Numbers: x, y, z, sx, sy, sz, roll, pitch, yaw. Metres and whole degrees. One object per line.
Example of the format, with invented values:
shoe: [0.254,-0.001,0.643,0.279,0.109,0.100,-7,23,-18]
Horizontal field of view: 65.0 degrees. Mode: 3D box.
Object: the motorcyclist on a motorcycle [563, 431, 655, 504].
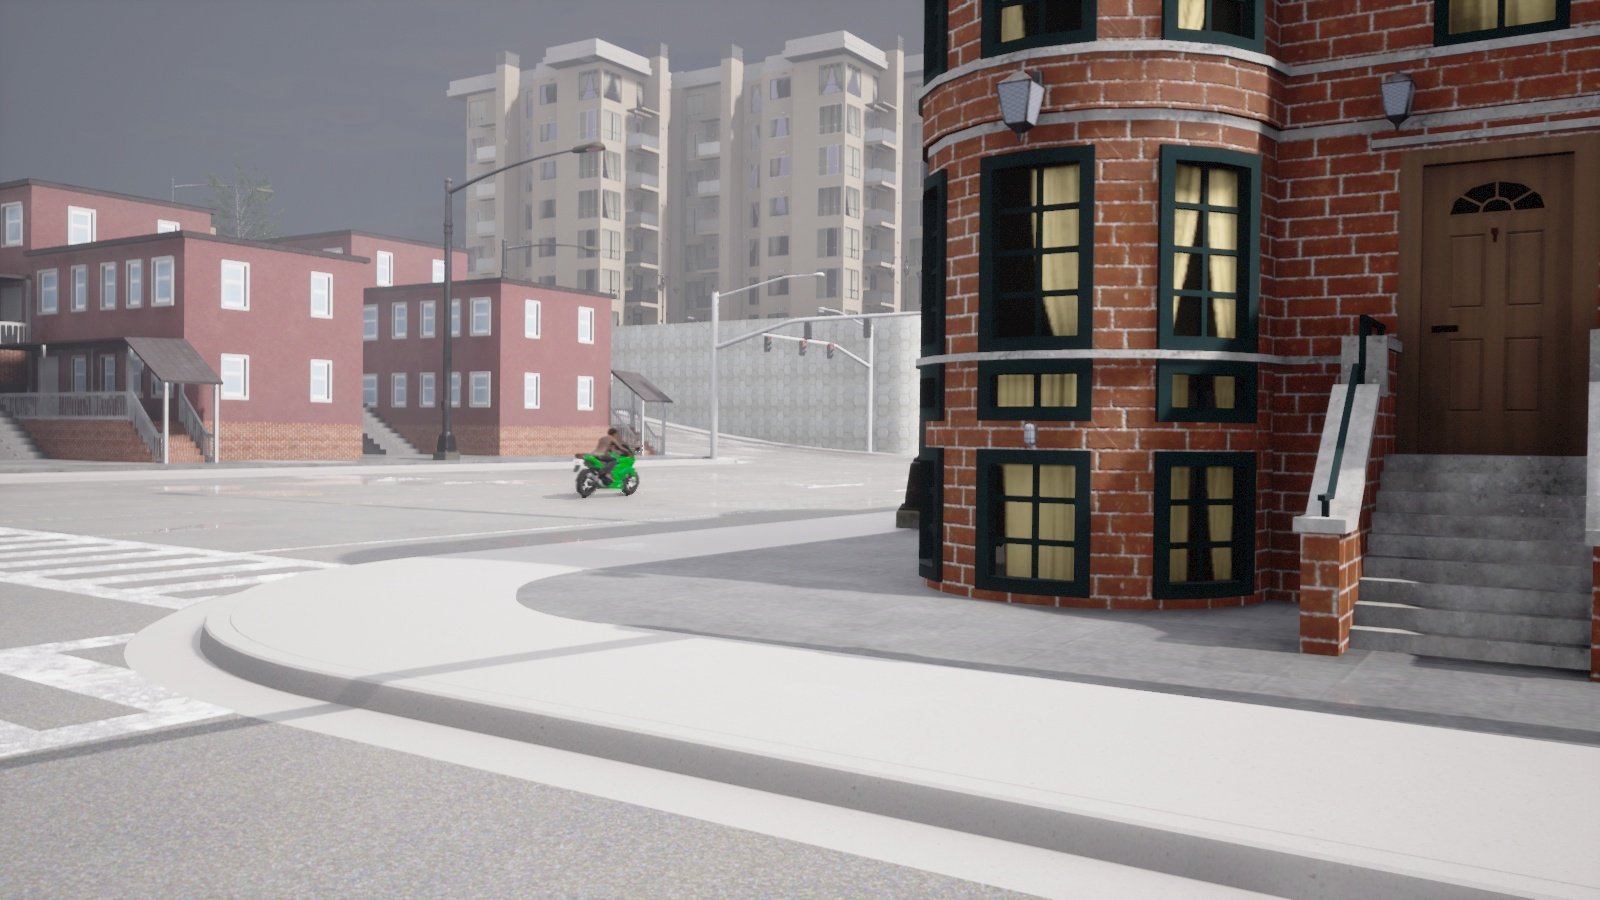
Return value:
motorcyclist on a motorcycle: [-4.142,0.350,27.368,0.797,1.523,2.044,0,1,34]
